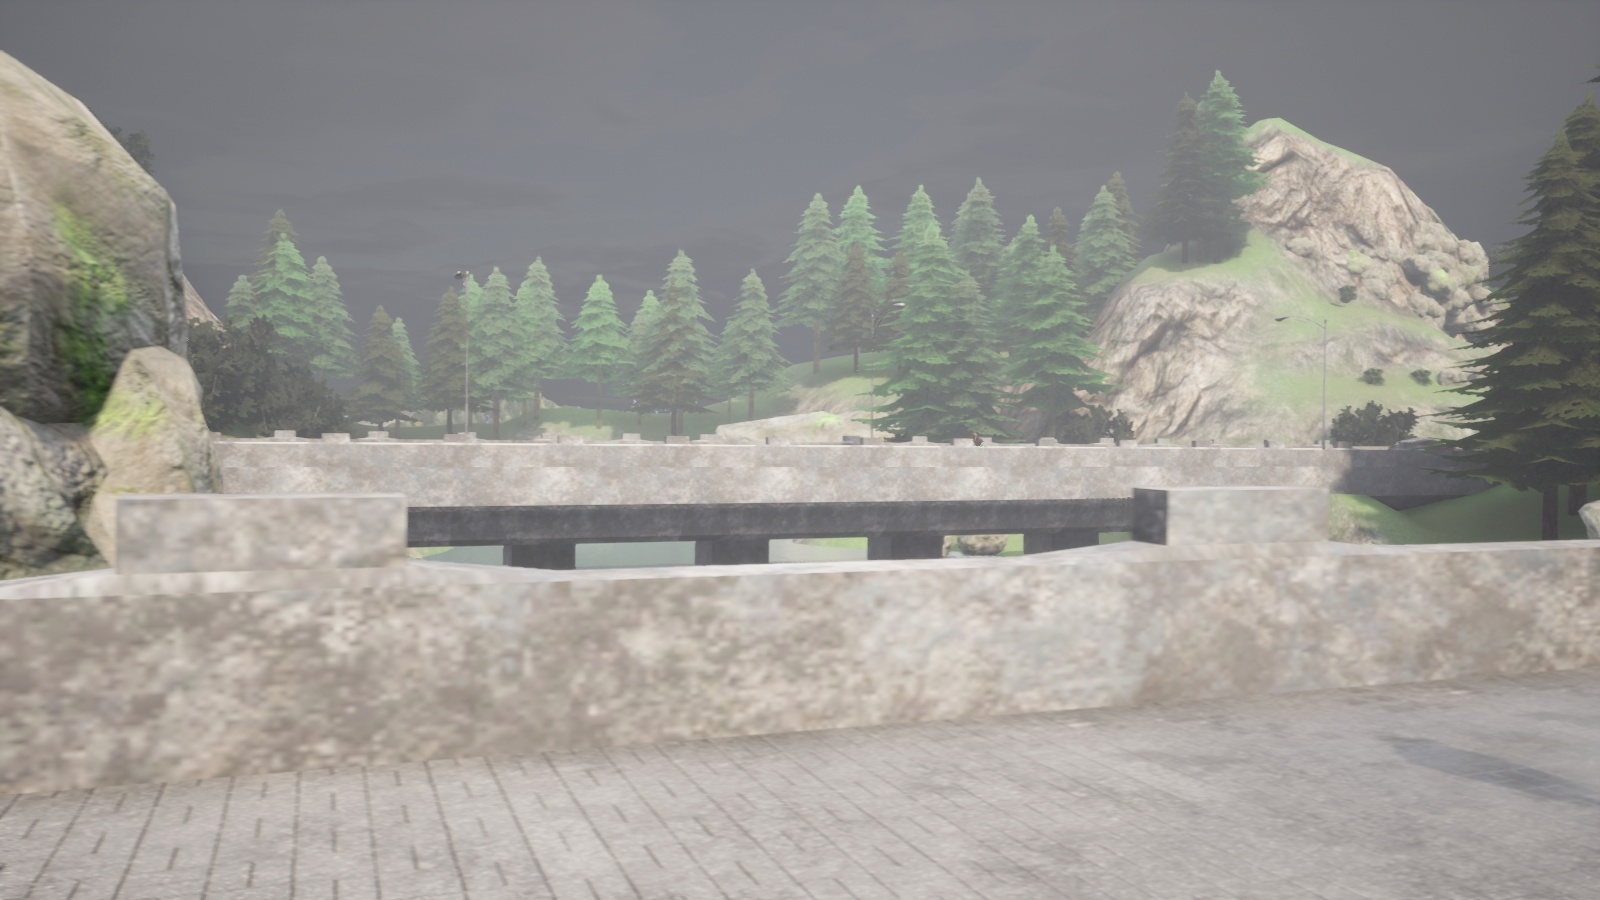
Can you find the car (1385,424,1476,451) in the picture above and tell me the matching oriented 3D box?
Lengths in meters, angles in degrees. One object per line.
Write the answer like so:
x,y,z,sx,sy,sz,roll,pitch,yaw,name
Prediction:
35.210,-0.698,70.129,4.674,1.442,1.812,-1,1,-21,car
